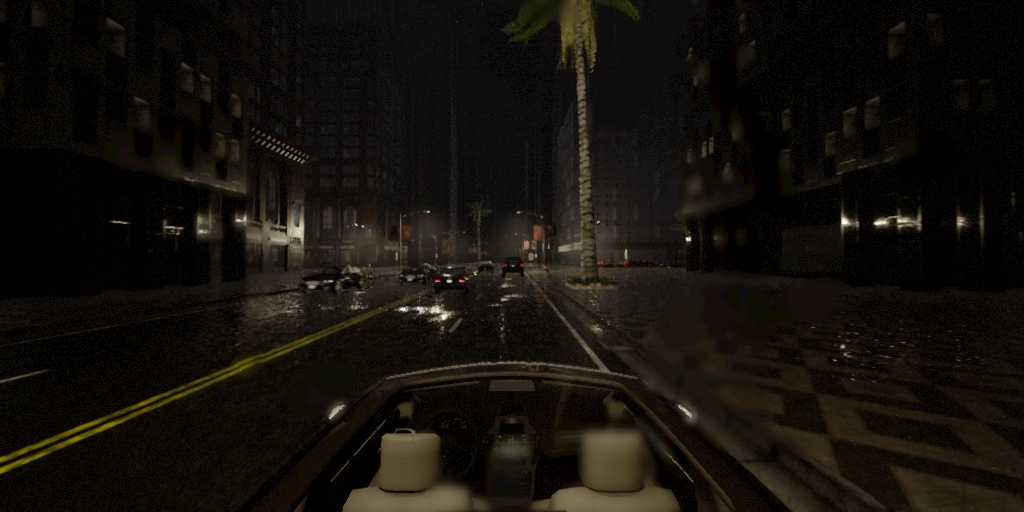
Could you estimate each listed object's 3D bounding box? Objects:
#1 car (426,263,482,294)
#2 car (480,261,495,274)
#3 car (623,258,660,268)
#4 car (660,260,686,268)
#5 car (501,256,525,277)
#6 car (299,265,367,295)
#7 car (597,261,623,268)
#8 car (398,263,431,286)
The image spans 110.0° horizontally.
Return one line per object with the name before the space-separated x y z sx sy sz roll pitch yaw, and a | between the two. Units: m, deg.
car | -3.147 1.315 20.559 2.033 1.411 5.357 0 0 0
car | -3.142 1.364 44.247 2.128 1.511 4.902 0 0 0
car | 20.968 1.187 58.839 5.009 1.841 2.192 0 0 -1
car | 26.605 1.422 58.925 4.313 1.339 1.948 0 0 -1
car | 0.108 1.045 36.035 2.150 2.045 5.566 0 0 0
car | -9.845 1.258 20.092 2.128 1.511 4.902 0 0 0
car | 15.329 1.473 58.753 4.207 1.307 1.802 0 0 -1
car | -6.593 1.273 25.589 2.128 1.511 4.902 0 0 0
